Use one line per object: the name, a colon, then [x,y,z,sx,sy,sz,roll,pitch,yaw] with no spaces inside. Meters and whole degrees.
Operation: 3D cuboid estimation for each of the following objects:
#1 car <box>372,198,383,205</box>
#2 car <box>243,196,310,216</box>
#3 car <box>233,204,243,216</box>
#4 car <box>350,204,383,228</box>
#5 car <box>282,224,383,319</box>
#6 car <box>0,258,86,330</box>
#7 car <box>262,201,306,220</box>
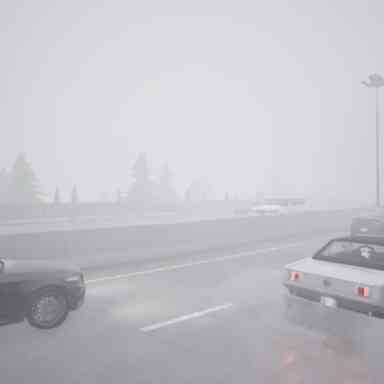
car: [34.307,1.863,60.089,4.553,1.767,2.097,4,-3,-44]
car: [6.425,1.309,23.812,5.566,2.045,2.150,0,0,-44]
car: [6.163,1.613,33.248,5.008,1.535,1.882,0,0,-44]
car: [9.683,1.573,17.028,4.674,1.442,1.812,0,0,-43]
car: [4.084,1.618,7.205,4.718,1.301,1.895,0,0,-40]
car: [-4.121,1.554,5.282,4.674,1.442,1.812,0,0,-35]
car: [8.528,1.642,30.661,4.674,1.442,1.812,0,0,-44]
